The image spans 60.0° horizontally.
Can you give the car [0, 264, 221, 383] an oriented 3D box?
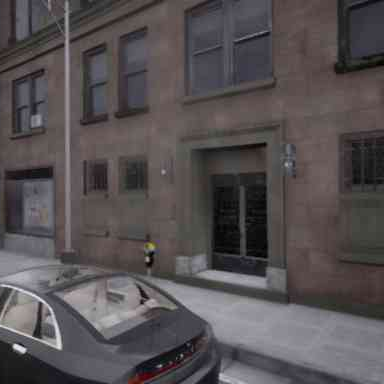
[{"bbox_3d":[-1.758,1.586,4.067,4.403,1.369,2.008,-1,0,36],"label":"car"}]
